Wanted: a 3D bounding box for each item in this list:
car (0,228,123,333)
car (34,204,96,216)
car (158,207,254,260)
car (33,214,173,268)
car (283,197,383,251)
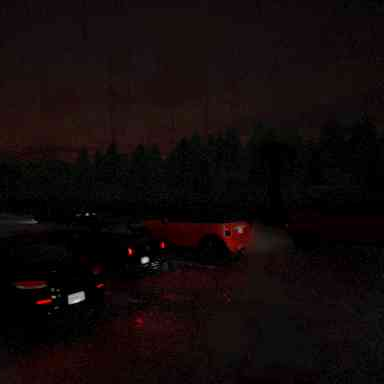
[{"bbox_3d":[-3.718,1.520,6.645,4.674,1.442,1.812,0,0,35],"label":"car"},{"bbox_3d":[-8.909,1.530,23.245,5.357,1.411,2.033,0,0,36],"label":"car"},{"bbox_3d":[-0.067,1.346,12.637,4.553,1.767,2.097,0,0,36],"label":"car"},{"bbox_3d":[-3.096,1.594,10.500,4.718,1.301,1.895,0,0,36],"label":"car"},{"bbox_3d":[6.300,1.220,12.396,5.566,2.045,2.150,0,0,36],"label":"car"}]
